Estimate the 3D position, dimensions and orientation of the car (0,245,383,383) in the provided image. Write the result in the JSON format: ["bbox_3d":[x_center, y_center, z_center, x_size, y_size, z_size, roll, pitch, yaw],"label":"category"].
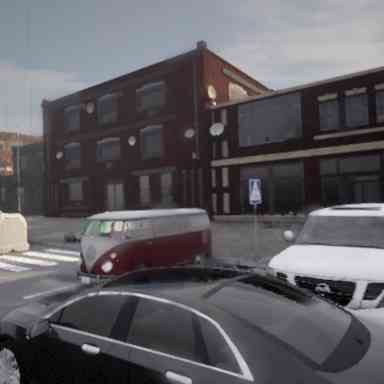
[{"bbox_3d":[-0.352,1.611,3.631,4.892,1.490,1.837,-3,-2,35],"label":"car"}]

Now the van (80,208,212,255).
[{"bbox_3d":[-1.255,1.512,9.706,1.878,1.987,4.442,-3,-2,35],"label":"van"}]
